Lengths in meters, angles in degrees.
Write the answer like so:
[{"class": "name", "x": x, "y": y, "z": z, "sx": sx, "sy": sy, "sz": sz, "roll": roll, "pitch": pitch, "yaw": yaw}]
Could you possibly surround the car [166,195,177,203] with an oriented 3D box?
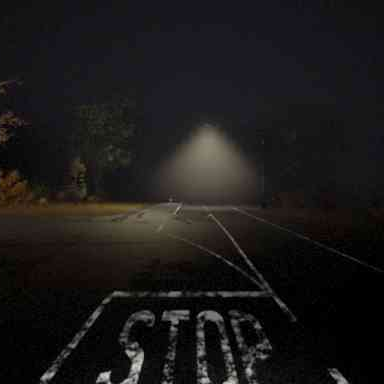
[{"class": "car", "x": -3.646, "y": 1.227, "z": 59.707, "sx": 2.128, "sy": 1.511, "sz": 4.902, "roll": 0, "pitch": 0, "yaw": -1}]
